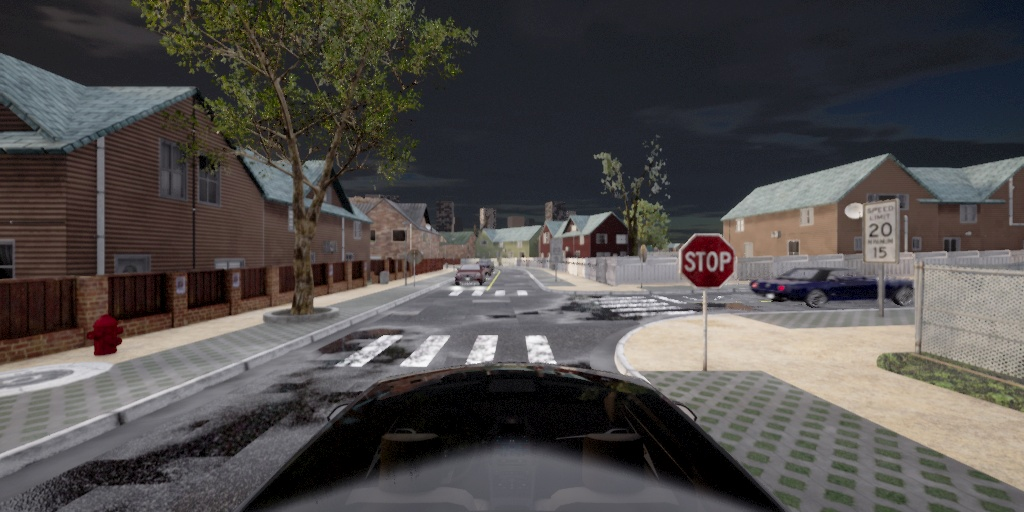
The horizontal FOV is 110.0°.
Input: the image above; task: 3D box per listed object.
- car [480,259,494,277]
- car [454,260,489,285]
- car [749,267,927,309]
[{"bbox_3d":[-2.999,1.279,34.979,1.994,1.385,4.181,0,0,-1],"label":"car"},{"bbox_3d":[-2.920,1.251,25.810,1.812,1.442,4.674,0,0,0],"label":"car"},{"bbox_3d":[11.151,1.042,12.432,4.718,1.301,1.895,-1,0,0],"label":"car"}]
